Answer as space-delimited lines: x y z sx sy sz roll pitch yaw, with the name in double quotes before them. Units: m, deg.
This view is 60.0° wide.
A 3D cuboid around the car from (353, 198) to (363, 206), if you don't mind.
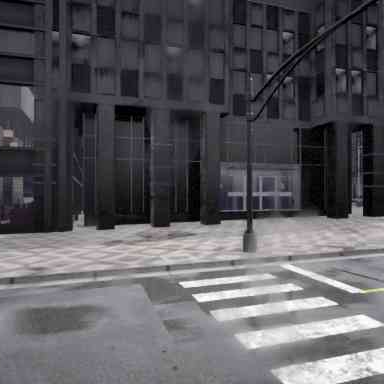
"car" 23.884 1.279 44.828 1.994 1.385 4.181 0 -1 -18
